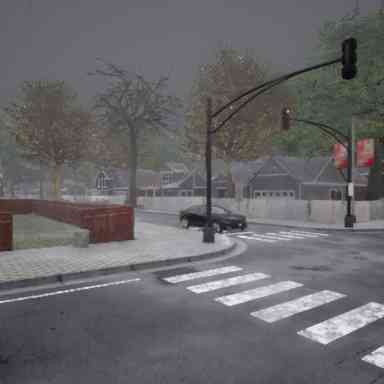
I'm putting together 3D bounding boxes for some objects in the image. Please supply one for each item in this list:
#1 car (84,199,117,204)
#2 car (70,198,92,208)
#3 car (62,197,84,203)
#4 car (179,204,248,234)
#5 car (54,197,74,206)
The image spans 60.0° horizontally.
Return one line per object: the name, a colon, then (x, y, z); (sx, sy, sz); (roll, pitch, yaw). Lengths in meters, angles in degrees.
car: (-8.945, 1.532, 33.989); (2.128, 1.511, 4.902); (0, 0, -35)
car: (-16.569, 1.651, 49.678); (1.994, 1.385, 4.181); (0, 0, -35)
car: (-16.422, 1.587, 44.519); (1.812, 1.442, 4.674); (0, 0, -35)
car: (1.137, 1.492, 19.847); (1.882, 1.535, 5.008); (0, 0, -36)
car: (-22.218, 1.598, 57.493); (2.128, 1.511, 4.902); (0, 0, -36)
